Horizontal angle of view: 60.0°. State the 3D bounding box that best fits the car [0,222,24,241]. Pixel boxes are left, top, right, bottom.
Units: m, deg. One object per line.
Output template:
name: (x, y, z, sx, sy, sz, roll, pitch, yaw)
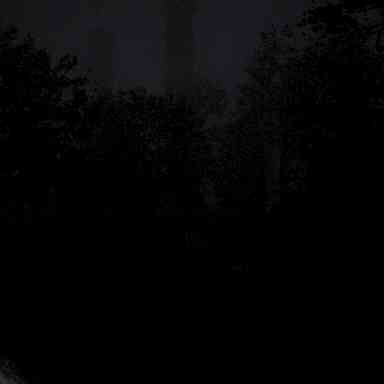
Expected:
car: (-11.614, 2.011, 17.647, 2.231, 1.521, 4.892, -2, -2, 44)
